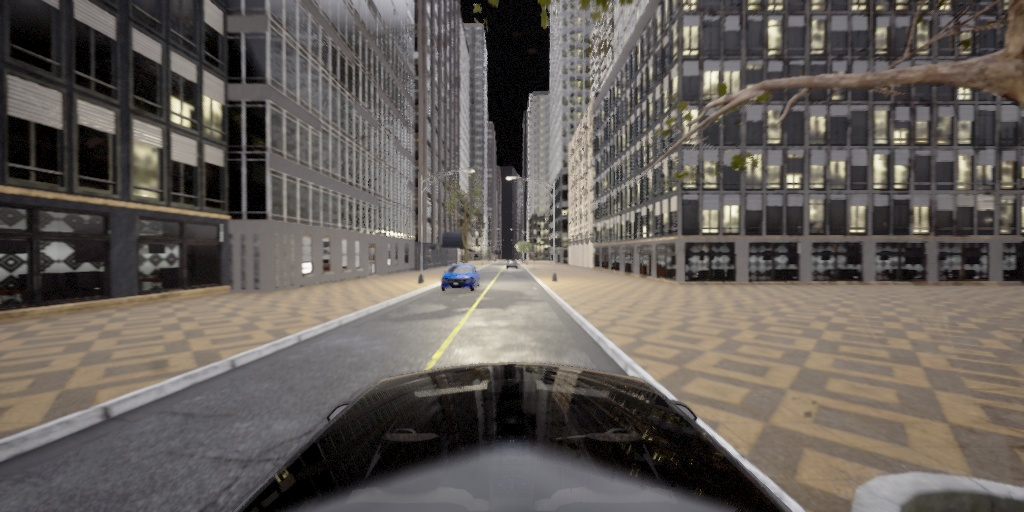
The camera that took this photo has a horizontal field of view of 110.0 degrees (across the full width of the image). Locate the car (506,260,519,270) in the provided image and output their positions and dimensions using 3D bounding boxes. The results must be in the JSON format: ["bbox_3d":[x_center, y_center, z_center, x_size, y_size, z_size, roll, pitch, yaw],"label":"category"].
[{"bbox_3d":[0.009,1.334,54.420,2.033,1.411,5.357,0,0,0],"label":"car"}]

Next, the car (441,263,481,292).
[{"bbox_3d":[-3.008,1.234,21.808,1.882,1.535,5.008,0,0,0],"label":"car"}]
